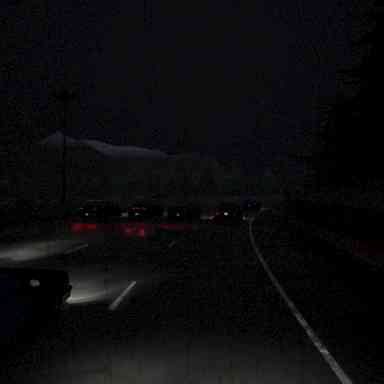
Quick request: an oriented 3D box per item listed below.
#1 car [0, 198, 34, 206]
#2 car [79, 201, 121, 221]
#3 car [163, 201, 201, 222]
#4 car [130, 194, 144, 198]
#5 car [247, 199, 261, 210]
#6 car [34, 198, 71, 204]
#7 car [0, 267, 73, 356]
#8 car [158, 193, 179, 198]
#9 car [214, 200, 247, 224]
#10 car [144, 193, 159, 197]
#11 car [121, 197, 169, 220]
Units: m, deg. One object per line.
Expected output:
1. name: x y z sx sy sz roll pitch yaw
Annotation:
1. car: -19.691 1.426 37.194 1.882 1.535 5.008 0 0 15
2. car: -7.407 1.469 27.338 2.128 1.511 4.902 0 0 11
3. car: -0.510 1.470 26.191 1.882 1.535 5.008 0 0 11
4. car: -12.251 1.277 75.631 2.097 1.767 4.553 0 0 28
5. car: 7.549 1.569 42.137 1.994 1.385 4.181 0 0 19
6. car: -15.698 1.482 38.666 1.812 1.442 4.674 0 0 15
7. car: -3.265 1.539 3.870 2.033 1.411 5.357 0 0 2
8. car: -4.763 1.455 74.749 2.128 1.511 4.902 0 0 28
9. car: 2.827 1.547 25.184 2.033 1.411 5.357 0 0 12
10. car: -8.006 1.147 76.107 2.150 2.045 5.566 0 0 28
11. car: -3.737 1.476 27.839 2.128 1.511 4.902 0 0 12
